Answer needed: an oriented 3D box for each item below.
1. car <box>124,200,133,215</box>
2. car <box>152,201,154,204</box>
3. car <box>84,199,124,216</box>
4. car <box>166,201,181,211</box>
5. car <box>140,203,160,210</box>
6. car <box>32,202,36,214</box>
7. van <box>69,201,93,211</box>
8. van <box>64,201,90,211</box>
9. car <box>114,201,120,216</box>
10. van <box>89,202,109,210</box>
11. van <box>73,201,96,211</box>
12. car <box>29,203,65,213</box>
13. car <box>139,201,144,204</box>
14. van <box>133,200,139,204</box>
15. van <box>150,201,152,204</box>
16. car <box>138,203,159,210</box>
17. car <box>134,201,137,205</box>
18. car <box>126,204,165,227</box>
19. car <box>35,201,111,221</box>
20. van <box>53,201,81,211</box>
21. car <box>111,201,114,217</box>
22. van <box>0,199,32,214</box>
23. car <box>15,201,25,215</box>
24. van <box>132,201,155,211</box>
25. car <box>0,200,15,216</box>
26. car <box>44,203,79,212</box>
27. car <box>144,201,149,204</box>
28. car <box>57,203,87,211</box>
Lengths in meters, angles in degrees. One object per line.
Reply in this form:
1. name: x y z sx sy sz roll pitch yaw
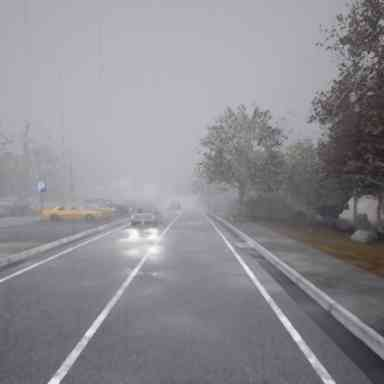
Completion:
1. car: -10.308 1.829 39.709 5.566 2.045 2.435 0 -2 0
2. car: -10.356 2.937 64.677 4.792 1.488 2.163 0 -2 0
3. car: -10.369 1.866 36.934 4.553 1.767 2.185 0 -2 0
4. car: -3.272 2.783 65.541 2.150 2.045 5.566 0 -2 0
5. car: -10.290 3.570 81.297 4.553 1.767 2.185 0 -3 0
6. car: -23.383 2.145 45.456 4.553 1.767 2.185 0 -2 0
7. van: -23.521 2.931 70.360 4.442 1.987 1.878 0 -3 0
8. van: -23.289 2.788 67.460 4.442 1.987 1.878 0 -2 0
9. car: -10.345 1.907 34.155 5.008 1.535 2.097 0 -2 0
10. van: -23.517 3.605 84.069 4.442 1.987 1.878 0 -3 0
11. van: -23.521 3.061 73.001 4.442 1.987 1.878 0 -3 0
12. car: -23.405 2.546 53.759 4.892 1.521 2.231 0 -2 0
13. car: -10.338 2.448 50.799 5.008 1.535 2.097 0 -2 0
14. van: -10.450 2.130 48.032 4.442 1.987 1.878 0 -2 0
15. van: -10.212 2.589 61.905 4.442 1.987 1.878 0 -2 0
16. car: -10.291 3.434 78.524 4.553 1.767 2.185 0 -3 0
17. car: -10.337 2.304 45.248 4.674 1.452 2.002 0 -2 0
18. car: -3.353 1.830 24.976 1.895 1.301 4.718 0 -1 0
19. car: -10.155 1.760 28.616 5.366 1.575 1.946 0 -2 0
20. van: -23.291 2.594 62.072 4.442 1.987 1.878 0 -2 0
21. car: -10.345 1.832 31.384 4.892 1.521 2.231 0 -2 0
22. van: -23.532 1.953 42.692 4.442 1.987 1.878 0 -2 0
23. car: -23.410 2.088 39.915 4.892 1.521 2.231 0 -2 0
24. van: -10.209 2.924 70.211 4.442 1.987 1.878 0 -3 0
25. car: -23.232 1.994 37.149 5.366 1.575 1.946 0 -2 0
26. car: -23.224 2.726 59.298 5.366 1.575 1.946 0 -2 0
27. car: -10.300 2.661 56.346 4.792 1.488 2.163 0 -2 0
28. car: -23.412 2.912 64.833 5.008 1.535 2.097 0 -2 0
